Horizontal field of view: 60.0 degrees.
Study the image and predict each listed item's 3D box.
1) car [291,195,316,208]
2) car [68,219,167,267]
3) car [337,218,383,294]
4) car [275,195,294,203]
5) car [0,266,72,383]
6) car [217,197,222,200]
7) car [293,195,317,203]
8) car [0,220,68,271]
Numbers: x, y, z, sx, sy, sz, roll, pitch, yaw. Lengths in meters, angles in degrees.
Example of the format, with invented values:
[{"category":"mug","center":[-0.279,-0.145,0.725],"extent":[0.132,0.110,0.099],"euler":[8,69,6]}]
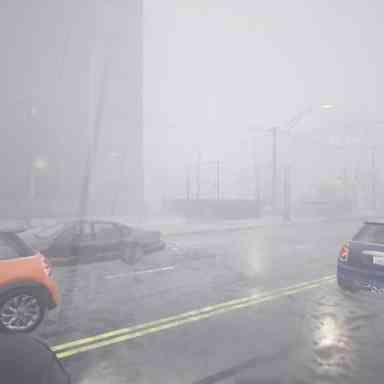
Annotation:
[{"category":"car","center":[15.297,1.254,46.183],"extent":[4.553,1.767,2.185],"euler":[0,0,-36]},{"category":"car","center":[-3.406,1.547,10.162],"extent":[5.357,1.411,2.033],"euler":[0,0,-36]},{"category":"car","center":[5.398,1.352,7.657],"extent":[4.553,1.767,2.097],"euler":[0,0,-35]},{"category":"car","center":[19.265,1.452,69.252],"extent":[3.806,1.475,1.970],"euler":[0,0,-36]},{"category":"car","center":[-2.751,1.564,1.781],"extent":[4.181,1.385,1.994],"euler":[0,0,-35]},{"category":"car","center":[4.539,1.574,60.740],"extent":[4.718,1.301,1.895],"euler":[0,0,-36]},{"category":"car","center":[22.177,1.420,65.255],"extent":[4.674,1.452,2.002],"euler":[0,0,-36]},{"category":"car","center":[-4.553,1.352,5.037],"extent":[4.553,1.767,2.097],"euler":[0,0,-36]}]
